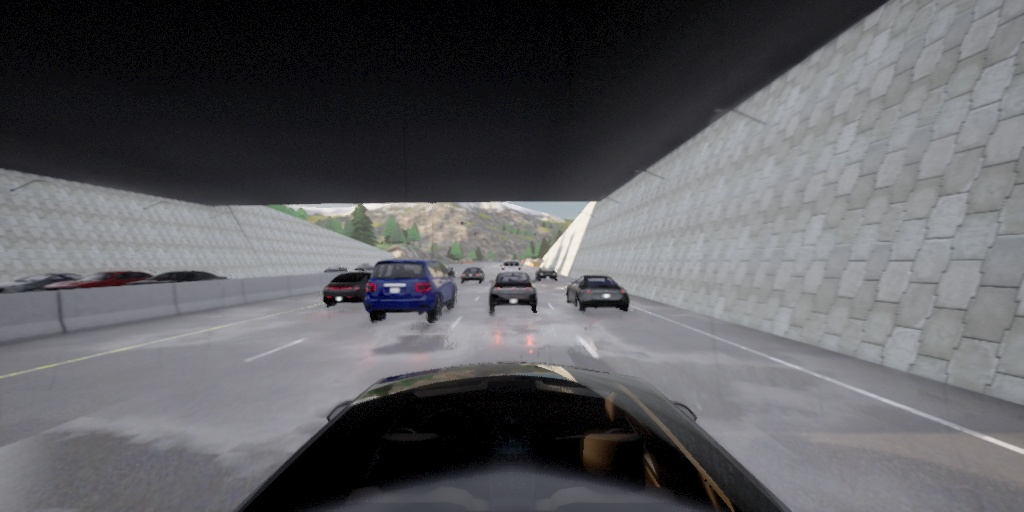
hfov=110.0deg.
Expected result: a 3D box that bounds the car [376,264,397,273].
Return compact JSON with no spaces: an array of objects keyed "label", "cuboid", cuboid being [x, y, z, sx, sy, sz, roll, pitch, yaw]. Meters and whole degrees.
[{"label":"car","cuboid":[-21.257,2.108,60.866,1.837,1.490,4.892,0,-1,0]}]

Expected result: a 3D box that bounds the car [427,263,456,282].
[{"label":"car","cuboid":[-7.045,1.590,36.227,2.097,1.767,4.553,0,-1,0]}]

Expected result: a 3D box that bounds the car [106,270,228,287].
[{"label":"car","cuboid":[-17.672,1.503,19.052,1.882,1.535,5.008,0,-1,0]}]

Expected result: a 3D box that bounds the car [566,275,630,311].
[{"label":"car","cuboid":[3.541,1.494,15.457,1.994,1.385,4.181,0,-1,0]}]

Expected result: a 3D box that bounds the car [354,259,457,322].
[{"label":"car","cuboid":[-3.453,1.136,13.213,2.150,2.045,5.566,0,-1,0]}]

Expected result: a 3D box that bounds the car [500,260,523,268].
[{"label":"car","cuboid":[-0.048,1.458,37.220,2.150,2.045,5.566,0,-1,0]}]

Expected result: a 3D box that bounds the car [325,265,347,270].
[{"label":"car","cuboid":[-28.247,2.105,57.825,1.812,1.442,4.674,0,-1,0]}]

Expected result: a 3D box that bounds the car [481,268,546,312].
[{"label":"car","cuboid":[0.043,1.426,15.202,2.128,1.511,4.902,0,-1,0]}]

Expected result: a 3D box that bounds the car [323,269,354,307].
[{"label":"car","cuboid":[-6.964,1.479,16.831,1.837,1.490,4.892,0,0,0]}]

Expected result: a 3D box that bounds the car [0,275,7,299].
[{"label":"car","cuboid":[-28.163,1.621,16.964,1.895,1.301,4.718,0,-1,0]}]

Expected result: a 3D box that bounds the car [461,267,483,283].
[{"label":"car","cuboid":[-3.532,1.735,33.088,2.033,1.411,5.357,0,-1,0]}]

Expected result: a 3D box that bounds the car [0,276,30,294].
[{"label":"car","cuboid":[-24.672,1.606,19.109,1.994,1.385,4.181,0,-1,0]}]

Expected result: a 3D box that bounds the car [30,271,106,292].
[{"label":"car","cuboid":[-21.172,1.511,19.025,1.882,1.535,5.008,0,-1,0]}]

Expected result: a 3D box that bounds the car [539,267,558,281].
[{"label":"car","cuboid":[3.454,1.823,36.746,1.895,1.301,4.718,0,-1,0]}]
